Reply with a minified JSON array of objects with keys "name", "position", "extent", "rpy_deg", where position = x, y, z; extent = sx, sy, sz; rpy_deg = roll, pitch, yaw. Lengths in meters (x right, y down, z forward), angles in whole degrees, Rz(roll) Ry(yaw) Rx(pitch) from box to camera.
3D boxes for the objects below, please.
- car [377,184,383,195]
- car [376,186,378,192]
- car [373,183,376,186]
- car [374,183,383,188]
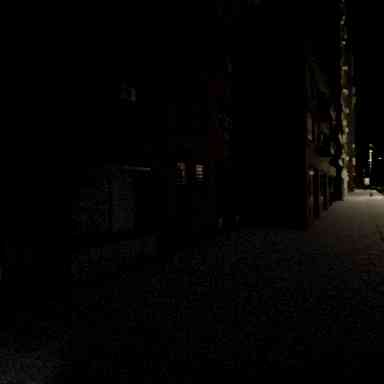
[{"name":"car","position":[32.378,-0.199,55.018],"extent":[2.008,1.369,4.403],"rpy_deg":[0,2,26]},{"name":"car","position":[34.885,-0.340,60.105],"extent":[1.947,1.339,4.313],"rpy_deg":[0,2,26]},{"name":"car","position":[39.899,-0.674,70.277],"extent":[1.887,1.381,4.507],"rpy_deg":[0,2,26]},{"name":"car","position":[37.392,-0.496,65.192],"extent":[1.947,1.339,4.313],"rpy_deg":[0,2,26]}]
